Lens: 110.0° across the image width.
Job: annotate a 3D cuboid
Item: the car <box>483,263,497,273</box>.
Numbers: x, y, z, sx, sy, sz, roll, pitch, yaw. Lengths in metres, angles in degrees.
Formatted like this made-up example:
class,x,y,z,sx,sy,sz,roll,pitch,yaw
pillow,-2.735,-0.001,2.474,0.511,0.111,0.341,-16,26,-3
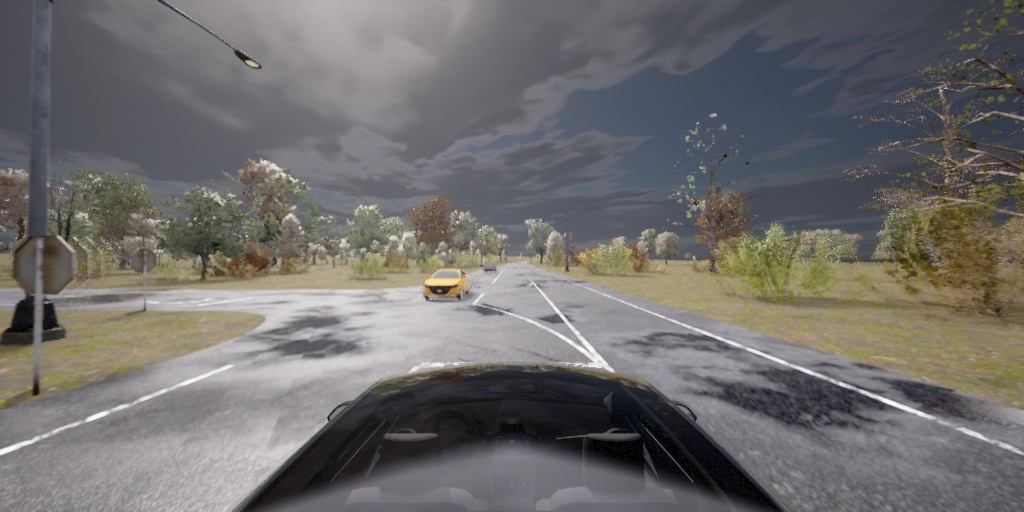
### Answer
class,x,y,z,sx,sy,sz,roll,pitch,yaw
car,-3.404,1.882,55.598,1.837,1.490,4.892,0,-1,0

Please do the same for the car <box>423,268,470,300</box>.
class,x,y,z,sx,sy,sz,roll,pitch,yaw
car,-3.446,1.435,19.607,1.882,1.535,5.008,0,-1,0
